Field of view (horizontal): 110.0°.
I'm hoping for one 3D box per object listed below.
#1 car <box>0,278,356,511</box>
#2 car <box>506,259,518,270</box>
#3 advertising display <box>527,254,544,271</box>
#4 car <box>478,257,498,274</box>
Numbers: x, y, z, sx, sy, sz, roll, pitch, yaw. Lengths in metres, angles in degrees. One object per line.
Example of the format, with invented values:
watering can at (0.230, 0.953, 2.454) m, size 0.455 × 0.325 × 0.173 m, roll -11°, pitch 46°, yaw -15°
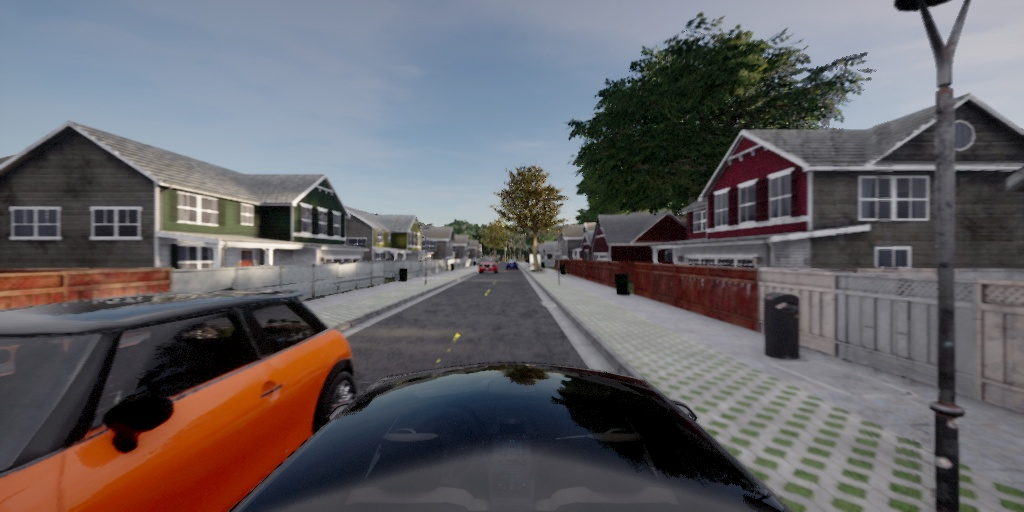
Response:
car at (-2.850, 1.104, 2.239) m, size 2.097 × 1.767 × 4.553 m, roll 0°, pitch 0°, yaw 0°
car at (0.016, 1.429, 57.533) m, size 1.882 × 1.535 × 5.008 m, roll 0°, pitch 0°, yaw 1°
advertising display at (3.012, 0.928, 46.536) m, size 1.540 × 2.440 × 0.280 m, roll 0°, pitch 0°, yaw 0°
car at (-2.835, 1.113, 43.737) m, size 2.150 × 2.045 × 5.566 m, roll 0°, pitch 0°, yaw 0°
